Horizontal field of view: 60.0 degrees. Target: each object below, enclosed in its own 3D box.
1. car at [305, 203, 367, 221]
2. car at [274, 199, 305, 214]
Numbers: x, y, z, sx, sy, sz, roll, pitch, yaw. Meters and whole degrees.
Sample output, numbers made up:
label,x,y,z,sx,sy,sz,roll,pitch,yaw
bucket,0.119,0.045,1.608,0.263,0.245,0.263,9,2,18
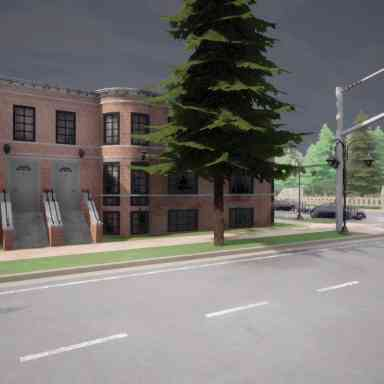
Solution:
label,x,y,z,sx,sy,sz,roll,pitch,yaw
car,11.565,1.564,26.527,1.994,1.385,4.181,0,0,-30
car,10.443,1.492,35.459,2.128,1.511,4.902,0,0,-30
